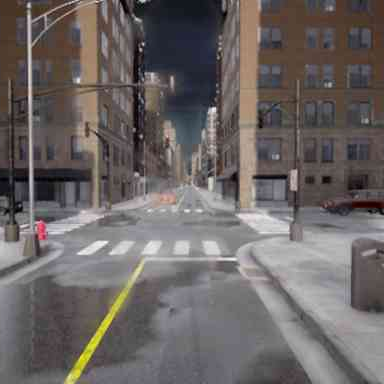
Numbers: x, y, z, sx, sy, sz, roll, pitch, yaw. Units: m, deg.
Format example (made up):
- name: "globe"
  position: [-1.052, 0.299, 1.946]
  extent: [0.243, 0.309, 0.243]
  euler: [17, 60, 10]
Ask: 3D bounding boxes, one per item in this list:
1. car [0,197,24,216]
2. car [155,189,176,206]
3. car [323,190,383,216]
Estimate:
- name: "car"
  position: [-14.607, 1.024, 24.230]
  extent: [4.313, 1.339, 1.947]
  euler: [0, 2, 0]
- name: "car"
  position: [-2.861, 0.499, 36.453]
  extent: [2.097, 1.767, 4.553]
  euler: [0, 1, 0]
- name: "car"
  position: [12.275, 0.744, 24.266]
  extent: [5.009, 1.841, 2.192]
  euler: [0, 2, 0]
